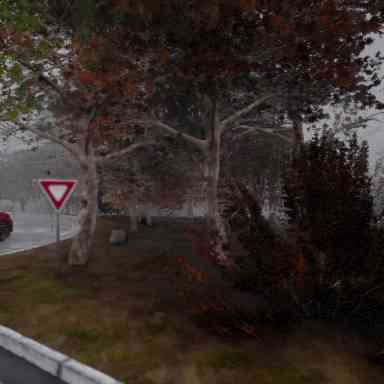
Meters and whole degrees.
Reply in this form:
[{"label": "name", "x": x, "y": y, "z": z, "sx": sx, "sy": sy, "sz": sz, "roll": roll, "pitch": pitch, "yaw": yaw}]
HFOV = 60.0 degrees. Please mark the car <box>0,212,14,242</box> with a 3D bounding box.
[{"label": "car", "x": -9.998, "y": 1.236, "z": 13.661, "sx": 2.150, "sy": 2.045, "sz": 5.566, "roll": -1, "pitch": 0, "yaw": 12}]
